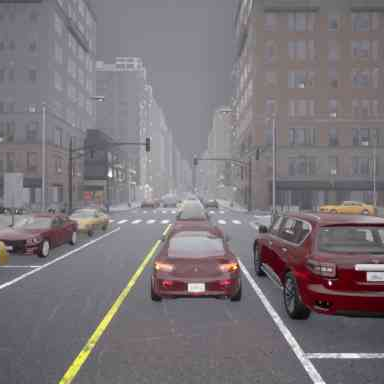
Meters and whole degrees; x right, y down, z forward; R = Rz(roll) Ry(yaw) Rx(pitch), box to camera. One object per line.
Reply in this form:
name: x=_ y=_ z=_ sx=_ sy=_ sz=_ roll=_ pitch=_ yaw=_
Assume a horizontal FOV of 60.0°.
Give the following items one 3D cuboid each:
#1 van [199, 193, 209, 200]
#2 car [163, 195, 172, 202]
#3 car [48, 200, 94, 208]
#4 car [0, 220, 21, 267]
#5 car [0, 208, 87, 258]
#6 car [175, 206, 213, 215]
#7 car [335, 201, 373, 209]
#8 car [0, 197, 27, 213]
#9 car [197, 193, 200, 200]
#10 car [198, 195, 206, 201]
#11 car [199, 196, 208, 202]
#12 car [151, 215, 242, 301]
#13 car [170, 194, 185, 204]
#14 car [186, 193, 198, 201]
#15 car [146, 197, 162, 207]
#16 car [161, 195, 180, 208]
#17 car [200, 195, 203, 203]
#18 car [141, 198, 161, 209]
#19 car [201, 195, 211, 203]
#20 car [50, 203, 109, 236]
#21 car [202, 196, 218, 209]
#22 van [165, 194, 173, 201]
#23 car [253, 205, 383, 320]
van: x=2.710 y=1.358 z=62.529 sx=1.690 sy=1.788 sz=3.998 roll=1 pitch=0 yaw=0
car: x=-5.808 y=1.466 z=79.559 sx=1.967 sy=1.590 sz=4.097 roll=1 pitch=0 yaw=0
car: x=-11.195 y=1.477 z=32.489 sx=5.357 sy=1.411 sz=2.033 roll=1 pitch=0 yaw=-4
car: x=-5.845 y=1.527 z=7.083 sx=1.752 sy=1.417 sz=4.829 roll=1 pitch=0 yaw=0
car: x=-5.843 y=1.547 z=12.877 sx=1.887 sy=1.381 sz=4.507 roll=1 pitch=0 yaw=0
car: x=0.072 y=1.605 z=17.375 sx=1.895 sy=1.301 sz=4.718 roll=0 pitch=0 yaw=0
car: x=15.141 y=1.641 z=32.697 sx=5.008 sy=1.535 sz=1.882 roll=0 pitch=-1 yaw=1
car: x=-17.245 y=1.198 z=29.697 sx=4.553 sy=1.767 sz=2.097 roll=1 pitch=-1 yaw=0
car: x=2.713 y=1.335 z=68.202 sx=2.192 sy=1.841 sz=5.009 roll=1 pitch=0 yaw=0
car: x=2.721 y=1.600 z=90.895 sx=1.947 sy=1.339 sz=4.313 roll=1 pitch=0 yaw=0
car: x=2.716 y=1.608 z=79.548 sx=1.802 sy=1.307 sz=4.206 roll=1 pitch=0 yaw=0
car: x=0.090 y=1.528 z=8.197 sx=1.812 sy=1.442 sz=4.674 roll=0 pitch=0 yaw=0
car: x=-3.007 y=1.583 z=64.669 sx=1.994 sy=1.385 sz=4.181 roll=0 pitch=0 yaw=1
car: x=0.044 y=1.570 z=85.243 sx=2.033 sy=1.411 sz=5.357 roll=0 pitch=0 yaw=0
car: x=-5.824 y=1.557 z=51.195 sx=1.887 sy=1.381 sz=4.507 roll=1 pitch=0 yaw=0
car: x=-3.071 y=1.516 z=47.210 sx=1.837 sy=1.490 sz=4.892 roll=0 pitch=0 yaw=0
car: x=2.704 y=1.597 z=56.855 sx=1.802 sy=1.307 sz=4.206 roll=1 pitch=0 yaw=0
car: x=-5.827 y=1.555 z=45.522 sx=1.887 sy=1.381 sz=4.507 roll=1 pitch=0 yaw=0
car: x=2.702 y=1.595 z=51.182 sx=1.802 sy=1.307 sz=4.206 roll=1 pitch=0 yaw=0
car: x=-5.840 y=1.529 z=18.332 sx=1.752 sy=1.417 sz=4.829 roll=1 pitch=0 yaw=0
car: x=2.699 y=1.593 z=45.508 sx=1.802 sy=1.307 sz=4.206 roll=1 pitch=0 yaw=0
van: x=-5.805 y=1.371 z=85.232 sx=1.690 sy=1.788 sz=3.998 roll=1 pitch=0 yaw=0
car: x=2.683 y=1.317 z=7.240 sx=2.192 sy=1.841 sz=5.009 roll=1 pitch=0 yaw=0
